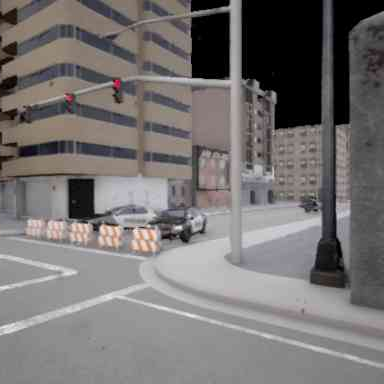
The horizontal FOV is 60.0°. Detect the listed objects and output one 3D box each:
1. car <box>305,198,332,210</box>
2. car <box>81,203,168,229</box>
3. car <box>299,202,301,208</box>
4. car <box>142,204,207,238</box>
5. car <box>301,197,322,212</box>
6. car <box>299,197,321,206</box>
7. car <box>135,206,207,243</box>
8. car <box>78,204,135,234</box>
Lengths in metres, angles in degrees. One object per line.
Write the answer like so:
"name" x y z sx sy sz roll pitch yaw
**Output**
"car" 14.584 1.307 38.196 1.853 1.218 4.536 0 0 35
"car" -3.849 1.317 19.071 4.536 1.218 1.853 0 0 -30
"car" 16.754 1.469 47.074 2.038 1.542 4.974 0 0 35
"car" -0.685 1.310 16.413 1.853 1.218 4.536 0 0 15
"car" 14.554 1.465 38.154 2.038 1.542 4.974 0 0 35
"car" 16.783 1.312 47.116 1.853 1.218 4.536 0 0 35
"car" -0.699 1.467 16.363 2.038 1.542 4.974 0 0 15
"car" -3.894 1.474 19.045 4.974 1.542 2.038 0 0 -30
